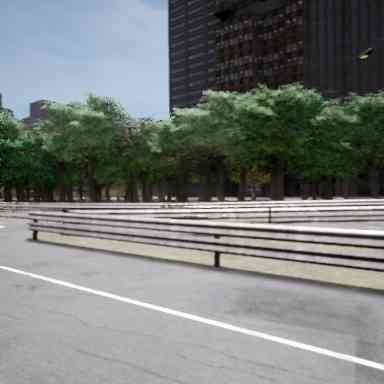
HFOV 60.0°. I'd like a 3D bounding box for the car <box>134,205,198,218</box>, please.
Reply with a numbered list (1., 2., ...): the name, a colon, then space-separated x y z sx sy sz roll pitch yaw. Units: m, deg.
1. car: -1.695 1.532 21.287 4.181 1.385 1.994 -1 0 13
